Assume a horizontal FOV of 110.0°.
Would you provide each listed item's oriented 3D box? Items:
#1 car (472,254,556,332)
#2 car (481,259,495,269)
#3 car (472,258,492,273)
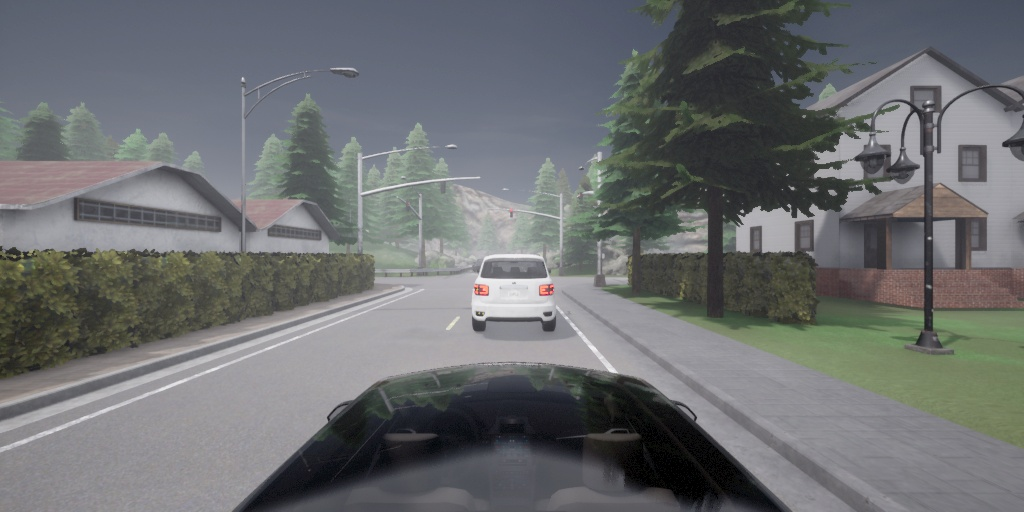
[{"bbox_3d":[0.064,0.971,11.048,2.150,2.045,5.566,0,0,0],"label":"car"},{"bbox_3d":[-3.585,1.275,55.245,1.812,1.442,4.674,0,0,0],"label":"car"},{"bbox_3d":[-3.592,1.101,43.583,2.097,1.767,4.553,0,0,0],"label":"car"}]
